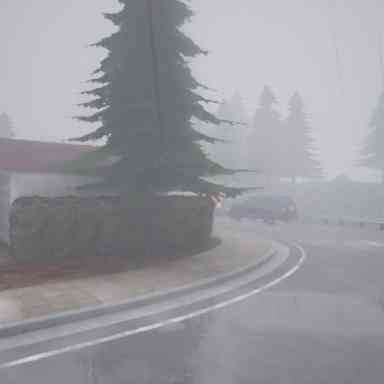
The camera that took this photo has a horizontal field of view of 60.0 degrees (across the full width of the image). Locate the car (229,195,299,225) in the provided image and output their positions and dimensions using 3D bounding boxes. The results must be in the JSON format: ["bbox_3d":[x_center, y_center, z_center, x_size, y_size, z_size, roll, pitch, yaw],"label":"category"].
[{"bbox_3d":[5.198,1.254,24.651,2.150,2.045,5.566,0,0,-35],"label":"car"}]
